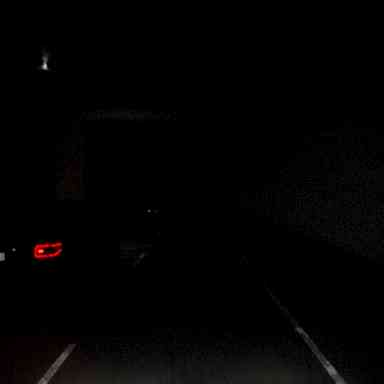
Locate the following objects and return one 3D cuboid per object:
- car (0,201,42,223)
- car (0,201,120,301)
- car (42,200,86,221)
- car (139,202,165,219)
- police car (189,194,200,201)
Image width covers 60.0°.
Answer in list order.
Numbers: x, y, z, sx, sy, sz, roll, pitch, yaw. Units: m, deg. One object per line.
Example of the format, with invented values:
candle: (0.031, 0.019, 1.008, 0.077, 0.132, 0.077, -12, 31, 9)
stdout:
car: (-14.102, 1.504, 26.435, 2.128, 1.511, 4.902, 0, 0, 0)
car: (-3.401, 1.225, 8.496, 2.150, 2.045, 5.566, 0, 0, 0)
car: (-10.603, 1.518, 28.068, 1.837, 1.490, 4.892, 0, 0, 0)
car: (-3.405, 1.561, 28.828, 2.033, 1.411, 5.357, 0, 0, 0)
police car: (0.922, 1.464, 85.153, 1.930, 1.638, 5.238, 0, 0, -3)
